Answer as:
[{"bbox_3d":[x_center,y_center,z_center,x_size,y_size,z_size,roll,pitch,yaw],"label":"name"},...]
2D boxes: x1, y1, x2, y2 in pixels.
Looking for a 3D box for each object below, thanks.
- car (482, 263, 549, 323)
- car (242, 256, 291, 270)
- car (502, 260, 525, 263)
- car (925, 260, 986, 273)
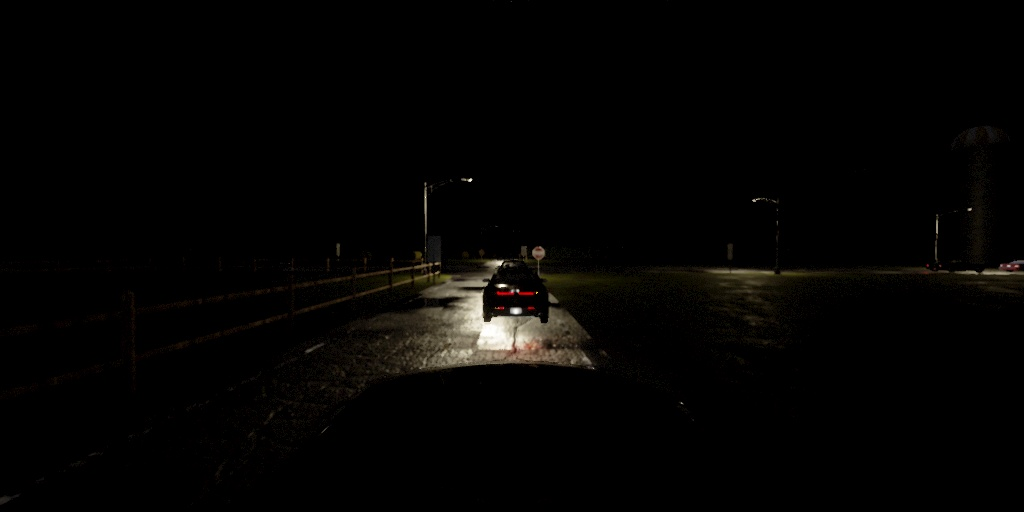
[{"bbox_3d":[0.099,1.130,11.471,1.837,1.490,4.892,0,0,0],"label":"car"},{"bbox_3d":[-27.148,0.708,39.829,4.902,1.511,2.128,0,1,0],"label":"car"},{"bbox_3d":[0.101,0.985,21.298,1.882,1.535,5.008,0,1,0],"label":"car"},{"bbox_3d":[49.089,1.144,39.705,4.718,1.301,1.895,0,1,2],"label":"car"}]
